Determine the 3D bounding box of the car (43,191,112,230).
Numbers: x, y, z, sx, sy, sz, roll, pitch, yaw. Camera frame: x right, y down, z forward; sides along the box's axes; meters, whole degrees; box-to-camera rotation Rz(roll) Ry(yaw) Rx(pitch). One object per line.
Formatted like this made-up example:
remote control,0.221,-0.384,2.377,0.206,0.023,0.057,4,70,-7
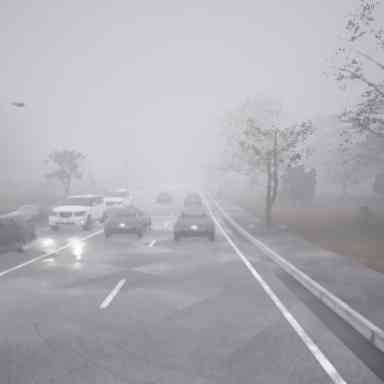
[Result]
car,-7.053,1.194,21.249,2.150,2.045,5.566,0,1,1

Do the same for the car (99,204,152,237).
car,-3.395,1.577,18.211,1.994,1.385,4.181,0,0,0

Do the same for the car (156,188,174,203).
car,-3.411,0.602,42.429,1.994,1.385,4.181,0,3,0

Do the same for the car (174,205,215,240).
car,0.104,1.582,17.160,1.994,1.385,4.181,0,0,0

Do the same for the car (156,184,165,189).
car,-6.980,-1.071,73.990,1.812,1.442,4.674,0,3,0

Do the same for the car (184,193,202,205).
car,0.111,0.801,38.493,1.994,1.385,4.181,0,3,0

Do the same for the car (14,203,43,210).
car,-10.536,1.483,22.016,1.812,1.442,4.674,0,1,0

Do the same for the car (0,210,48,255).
car,-7.090,1.562,11.061,2.033,1.411,5.357,0,0,0

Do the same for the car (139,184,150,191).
car,-10.480,-1.055,73.992,2.033,1.411,5.357,0,3,0

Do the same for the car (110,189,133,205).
car,-7.035,0.812,31.468,2.150,2.045,5.566,0,3,1
